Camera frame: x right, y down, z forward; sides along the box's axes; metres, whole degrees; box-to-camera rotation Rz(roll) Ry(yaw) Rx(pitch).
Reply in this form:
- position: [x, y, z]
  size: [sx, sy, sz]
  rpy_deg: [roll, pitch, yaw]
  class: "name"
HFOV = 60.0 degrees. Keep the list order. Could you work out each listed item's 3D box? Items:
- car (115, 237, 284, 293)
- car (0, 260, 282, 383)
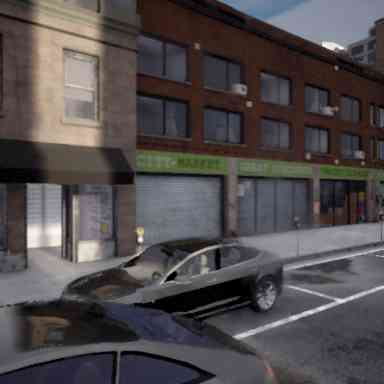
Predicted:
- position: [-0.137, 1.565, 6.091]
  size: [4.313, 1.339, 1.947]
  rpy_deg: [0, 0, -35]
  class: "car"
- position: [-1.323, 1.564, 2.124]
  size: [4.181, 1.385, 1.994]
  rpy_deg: [0, 0, -35]
  class: "car"
